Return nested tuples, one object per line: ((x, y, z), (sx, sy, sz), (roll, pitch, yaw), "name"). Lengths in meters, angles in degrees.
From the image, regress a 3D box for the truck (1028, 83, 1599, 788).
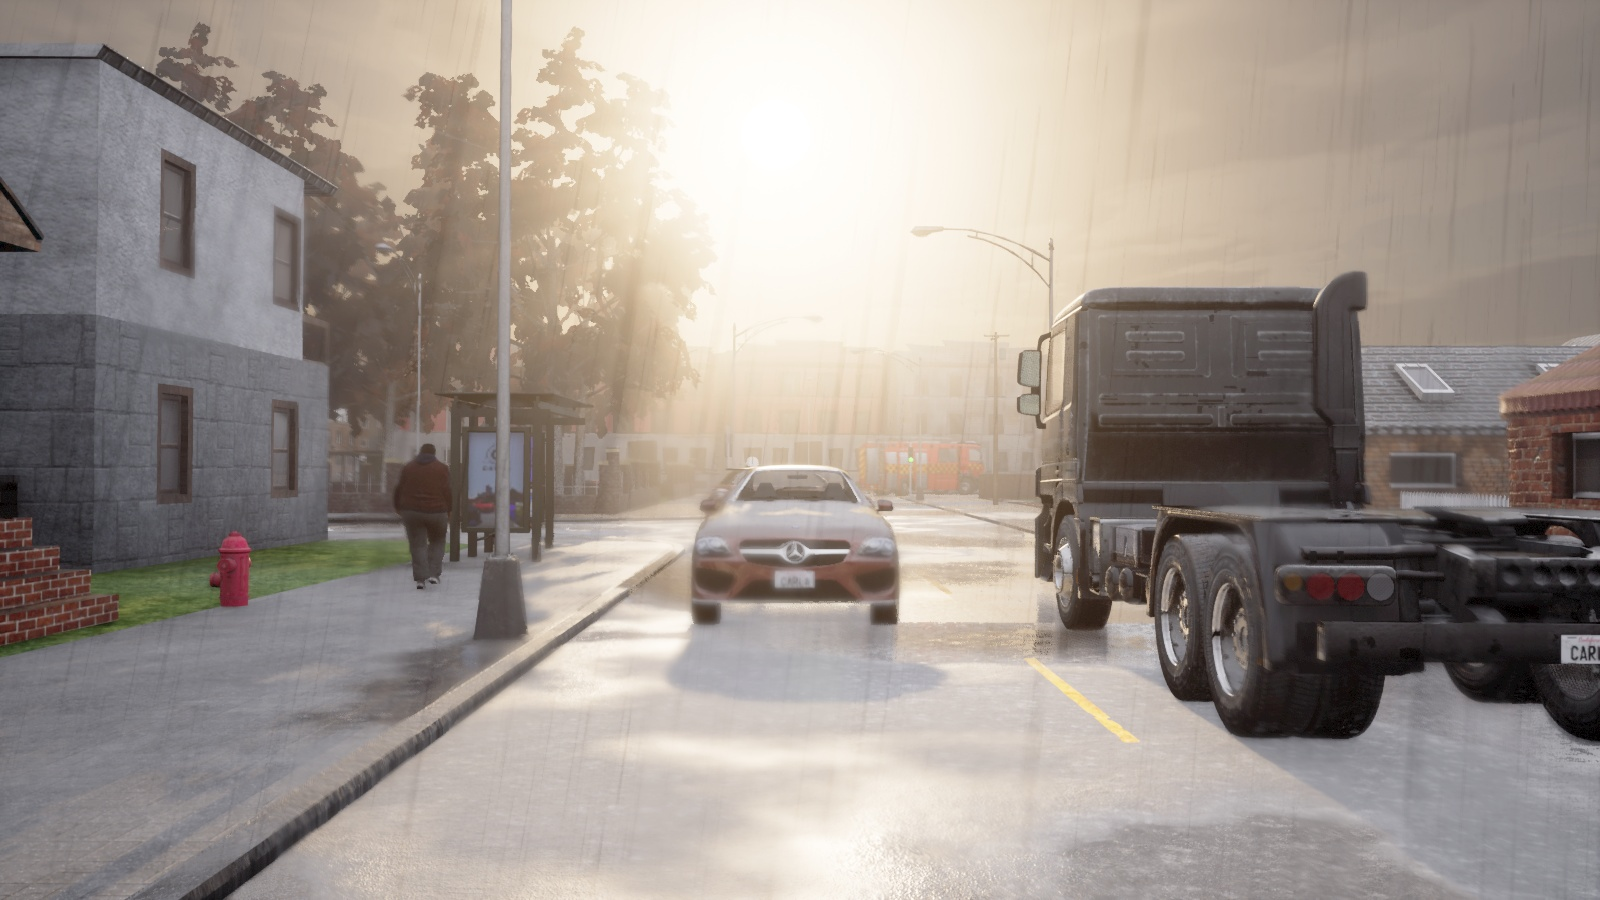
((3.956, -0.013, 10.135), (2.891, 3.462, 7.936), (0, -1, 1), "truck")

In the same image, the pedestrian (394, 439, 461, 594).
((-4.582, 0.802, 15.485), (0.634, 1.844, 0.899), (0, -1, -6), "pedestrian")

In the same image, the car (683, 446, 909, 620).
((-0.026, 0.836, 14.510), (2.152, 1.651, 5.027), (0, -1, 0), "car")

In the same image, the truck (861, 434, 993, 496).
((8.235, 0.974, 81.055), (8.468, 3.827, 2.891), (0, -1, -32), "truck")

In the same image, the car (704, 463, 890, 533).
((-0.072, 1.240, 33.825), (4.553, 1.767, 2.097), (0, -1, -28), "car")
